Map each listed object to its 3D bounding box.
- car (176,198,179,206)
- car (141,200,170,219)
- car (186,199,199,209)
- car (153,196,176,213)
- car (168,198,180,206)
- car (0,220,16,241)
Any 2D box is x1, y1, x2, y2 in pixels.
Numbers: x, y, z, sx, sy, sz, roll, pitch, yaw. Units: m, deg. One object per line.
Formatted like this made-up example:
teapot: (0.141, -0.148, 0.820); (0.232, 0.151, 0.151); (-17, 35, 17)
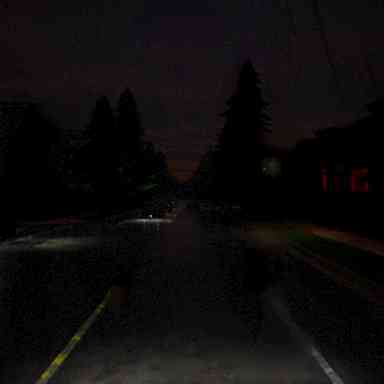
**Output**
car: (-3.588, 1.684, 52.423); (2.097, 1.767, 4.553); (0, 0, 0)
car: (-3.605, 1.750, 31.960); (2.033, 1.411, 5.357); (0, 0, 0)
car: (0.090, 1.810, 52.550); (1.882, 1.535, 5.008); (0, 0, 0)
car: (-3.602, 1.488, 42.127); (2.150, 2.045, 5.566); (0, 0, 0)
car: (-3.548, 1.960, 65.129); (2.033, 1.411, 5.357); (0, 0, 1)
car: (-10.756, 1.594, 15.172); (5.008, 1.535, 1.882); (0, 0, -4)
